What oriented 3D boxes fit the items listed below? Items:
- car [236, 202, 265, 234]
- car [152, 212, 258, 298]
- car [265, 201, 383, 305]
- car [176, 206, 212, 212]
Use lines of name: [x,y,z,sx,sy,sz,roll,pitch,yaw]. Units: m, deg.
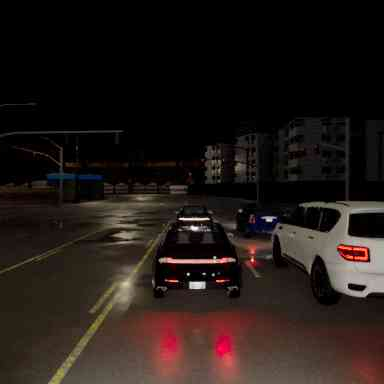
car: [3.611,1.328,17.669,2.097,1.767,4.553,0,0,0]
car: [0.103,1.499,8.534,2.128,1.511,4.902,0,0,0]
car: [3.595,1.220,8.246,2.150,2.045,5.566,0,0,0]
car: [0.113,1.473,17.946,2.128,1.511,4.902,0,0,0]
